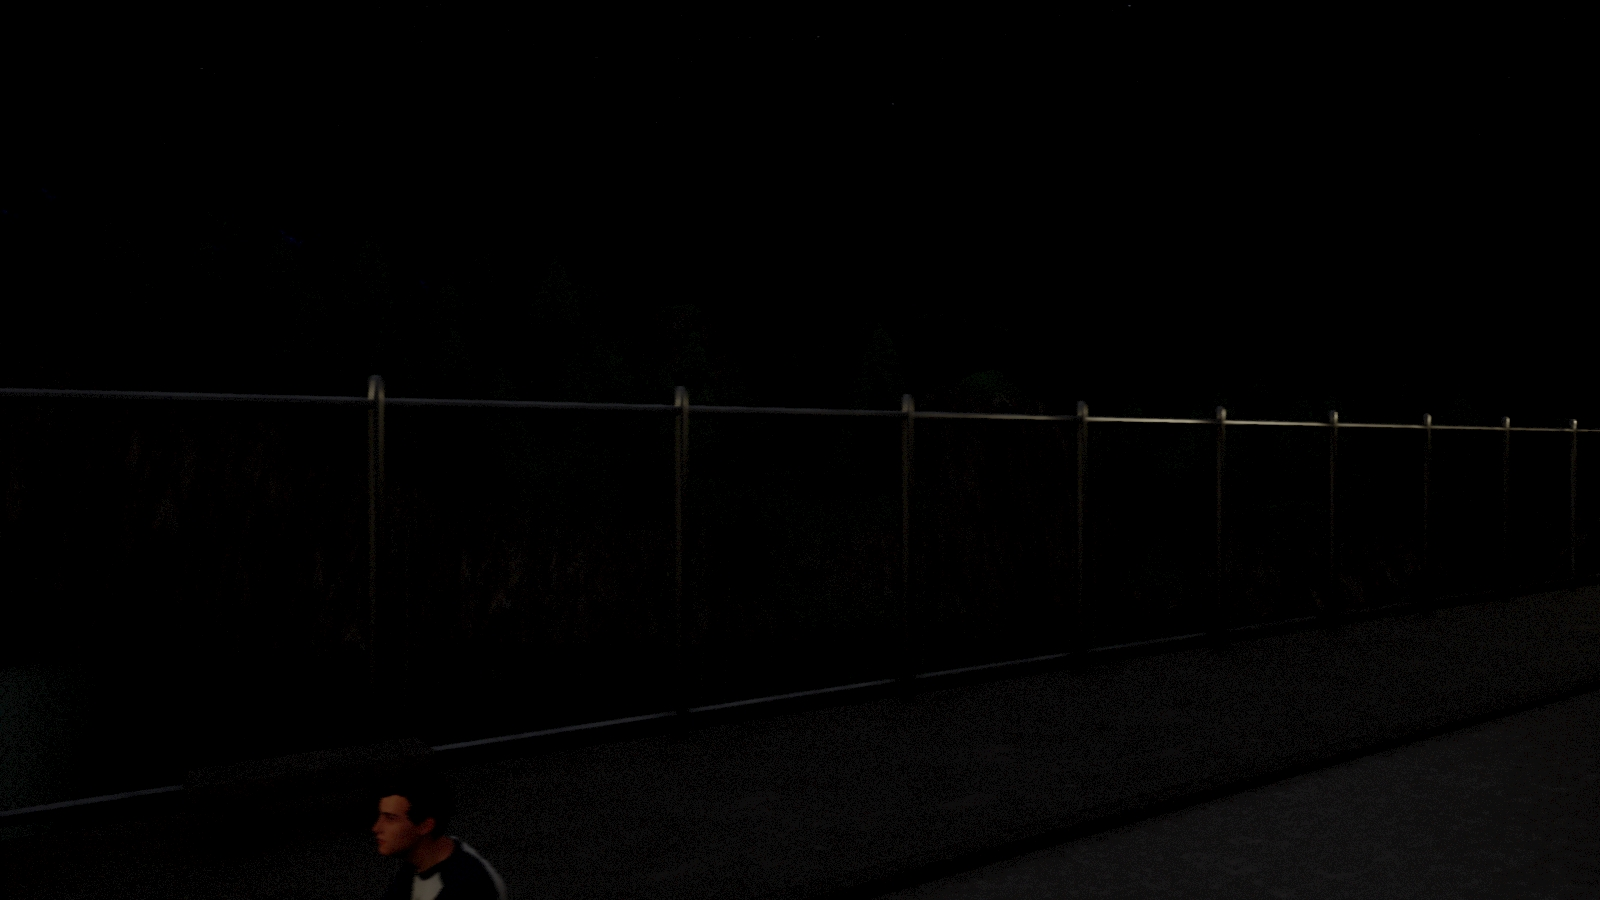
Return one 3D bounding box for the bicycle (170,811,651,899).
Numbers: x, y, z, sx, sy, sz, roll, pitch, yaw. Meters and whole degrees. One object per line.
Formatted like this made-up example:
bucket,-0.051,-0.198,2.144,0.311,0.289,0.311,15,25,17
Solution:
bicycle,-1.275,2.056,3.501,1.643,1.496,0.373,-1,0,-35
